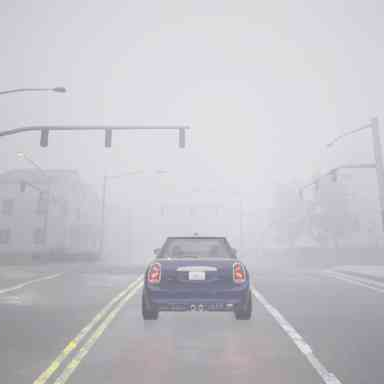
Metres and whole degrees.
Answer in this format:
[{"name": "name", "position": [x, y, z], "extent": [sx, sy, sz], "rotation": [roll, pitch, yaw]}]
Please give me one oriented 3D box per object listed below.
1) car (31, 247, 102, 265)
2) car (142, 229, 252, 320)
[{"name": "car", "position": [-9.220, 4.752, 24.714], "extent": [4.718, 1.301, 1.895], "rotation": [0, -12, 1]}, {"name": "car", "position": [0.088, 1.808, 8.245], "extent": [2.097, 1.767, 4.553], "rotation": [0, -7, 0]}]
